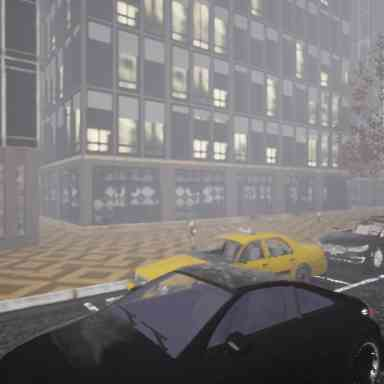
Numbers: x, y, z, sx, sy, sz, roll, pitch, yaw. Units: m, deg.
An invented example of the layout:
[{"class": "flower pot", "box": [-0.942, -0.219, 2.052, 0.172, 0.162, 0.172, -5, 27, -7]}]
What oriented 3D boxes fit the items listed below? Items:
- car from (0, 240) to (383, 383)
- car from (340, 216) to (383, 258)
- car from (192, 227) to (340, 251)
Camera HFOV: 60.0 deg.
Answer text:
[{"class": "car", "box": [0.187, 1.550, 3.510, 4.181, 1.385, 1.994, 0, 0, -35]}, {"class": "car", "box": [5.778, 1.477, 10.666, 4.403, 1.369, 2.008, 0, 0, -35]}, {"class": "car", "box": [1.002, 1.492, 7.265, 4.829, 1.417, 1.752, 0, 0, -35]}]
